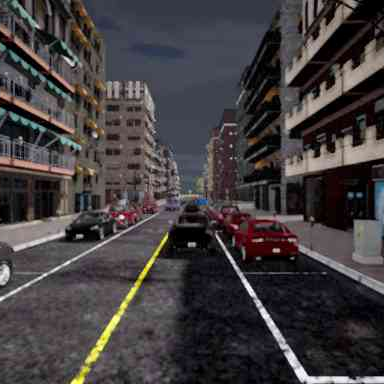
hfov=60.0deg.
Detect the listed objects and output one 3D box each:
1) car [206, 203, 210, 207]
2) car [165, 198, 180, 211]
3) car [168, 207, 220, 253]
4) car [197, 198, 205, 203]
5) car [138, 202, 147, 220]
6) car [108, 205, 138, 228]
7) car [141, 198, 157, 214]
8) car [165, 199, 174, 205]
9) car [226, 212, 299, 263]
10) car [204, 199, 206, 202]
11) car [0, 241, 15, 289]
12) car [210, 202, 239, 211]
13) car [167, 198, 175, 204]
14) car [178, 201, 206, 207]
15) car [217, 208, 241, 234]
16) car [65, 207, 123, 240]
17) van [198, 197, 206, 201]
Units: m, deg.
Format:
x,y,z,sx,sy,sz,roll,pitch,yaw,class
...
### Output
x,y,z,sx,sy,sz,roll,pitch,yaw,class
2.559,1.707,29.114,1.967,1.590,4.097,0,-1,0,car
-2.761,1.791,48.658,2.097,1.767,4.553,0,0,0,car
0.002,1.640,14.306,1.837,1.490,4.892,0,0,0,car
2.545,2.408,95.144,1.947,1.339,4.313,0,0,0,car
-5.322,1.849,29.112,1.802,1.307,4.206,0,-1,0,car
-5.321,1.657,23.519,1.967,1.590,4.097,0,-1,0,car
-5.324,1.682,40.303,2.192,1.841,5.009,0,-1,0,car
-5.298,2.283,78.503,1.802,1.307,4.206,0,0,0,car
2.562,1.659,12.332,1.887,1.381,4.507,0,-1,0,car
2.558,1.757,34.709,1.967,1.590,4.097,0,-1,0,car
-5.317,1.614,6.736,2.008,1.369,4.403,0,-1,0,car
2.560,1.656,23.520,1.967,1.590,4.097,0,-1,0,car
-5.300,2.294,84.091,1.887,1.381,4.507,0,0,0,car
0.000,1.795,29.376,1.812,1.442,4.674,0,0,0,car
2.561,1.747,17.925,1.802,1.307,4.206,0,-1,0,car
-5.319,1.732,17.924,1.947,1.339,4.313,0,-1,0,car
2.549,2.041,78.345,1.690,1.788,3.998,0,0,0,van
